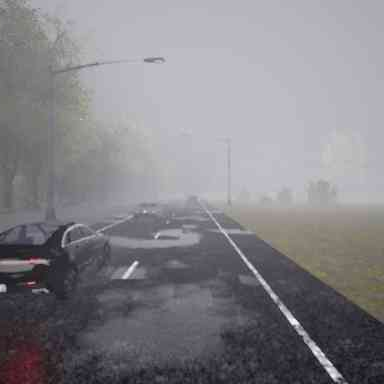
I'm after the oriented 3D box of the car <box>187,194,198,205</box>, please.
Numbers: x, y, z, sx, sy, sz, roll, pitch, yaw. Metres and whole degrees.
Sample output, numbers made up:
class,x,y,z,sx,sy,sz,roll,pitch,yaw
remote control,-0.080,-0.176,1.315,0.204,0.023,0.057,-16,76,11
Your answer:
class,x,y,z,sx,sy,sz,roll,pitch,yaw
car,0.096,1.327,54.724,1.882,1.535,5.008,0,0,0

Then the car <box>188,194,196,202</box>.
class,x,y,z,sx,sy,sz,roll,pitch,yaw
car,-0.001,1.301,73.117,1.837,1.490,4.892,0,0,0

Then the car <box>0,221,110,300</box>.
class,x,y,z,sx,sy,sz,roll,pitch,yaw
car,-3.403,1.468,8.269,2.128,1.511,4.902,0,0,0

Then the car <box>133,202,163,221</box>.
class,x,y,z,sx,sy,sz,roll,pitch,yaw
car,-3.403,1.473,26.470,2.033,1.411,5.357,0,0,0
